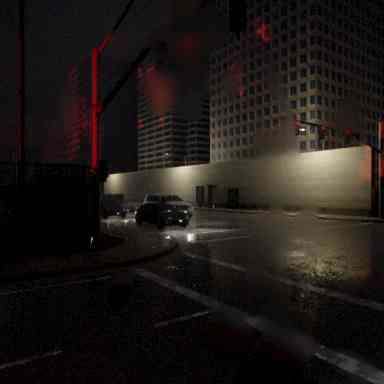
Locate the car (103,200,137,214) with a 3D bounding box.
[{"bbox_3d":[-7.772,1.545,35.589,1.895,1.301,4.718,0,0,-35],"label":"car"}]

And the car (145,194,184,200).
[{"bbox_3d":[-2.106,1.166,27.636,2.150,2.045,5.566,0,0,-35],"label":"car"}]

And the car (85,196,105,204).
[{"bbox_3d":[-18.240,1.432,62.678,2.128,1.511,4.902,0,0,-36],"label":"car"}]

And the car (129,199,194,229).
[{"bbox_3d":[-2.042,1.449,21.477,1.837,1.490,4.892,0,0,-35],"label":"car"}]

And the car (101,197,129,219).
[{"bbox_3d":[-7.367,1.470,28.988,1.812,1.442,4.674,0,0,-35],"label":"car"}]

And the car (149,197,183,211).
[{"bbox_3d":[-3.350,1.436,41.785,2.128,1.511,4.902,0,0,-35],"label":"car"}]
